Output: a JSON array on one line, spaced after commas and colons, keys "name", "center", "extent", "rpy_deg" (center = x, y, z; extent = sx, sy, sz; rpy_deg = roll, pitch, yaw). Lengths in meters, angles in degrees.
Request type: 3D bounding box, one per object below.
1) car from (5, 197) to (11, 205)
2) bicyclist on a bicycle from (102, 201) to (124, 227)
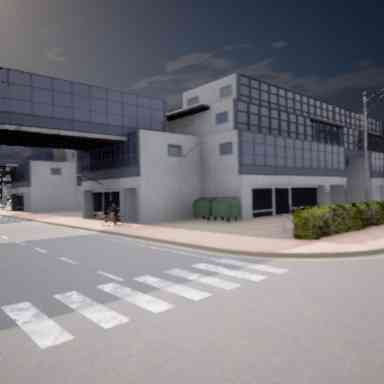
[{"name": "car", "center": [-43.363, 2.191, 78.686], "extent": [1.932, 1.855, 4.605], "rpy_deg": [-1, 0, -41]}, {"name": "bicyclist on a bicycle", "center": [-5.173, 1.425, 21.780], "extent": [1.656, 1.620, 0.582], "rpy_deg": [-2, 0, -41]}]
